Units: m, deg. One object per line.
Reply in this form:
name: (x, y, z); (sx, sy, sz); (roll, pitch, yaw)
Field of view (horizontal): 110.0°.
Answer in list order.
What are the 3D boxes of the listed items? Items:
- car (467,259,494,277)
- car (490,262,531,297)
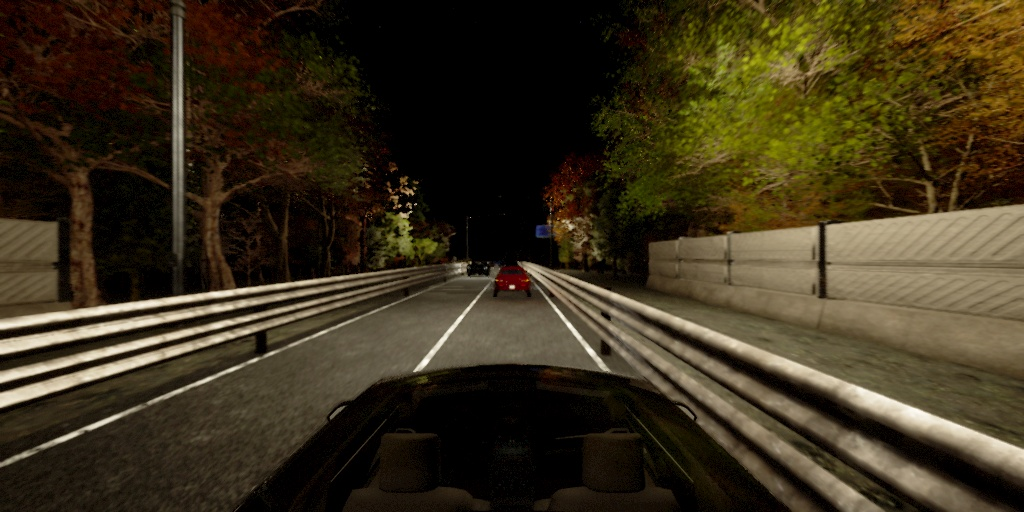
car: (-3.310, 1.157, 36.186); (2.097, 1.767, 4.553); (0, 0, 0)
car: (0.028, 1.243, 18.688); (1.812, 1.442, 4.674); (0, 0, 0)
